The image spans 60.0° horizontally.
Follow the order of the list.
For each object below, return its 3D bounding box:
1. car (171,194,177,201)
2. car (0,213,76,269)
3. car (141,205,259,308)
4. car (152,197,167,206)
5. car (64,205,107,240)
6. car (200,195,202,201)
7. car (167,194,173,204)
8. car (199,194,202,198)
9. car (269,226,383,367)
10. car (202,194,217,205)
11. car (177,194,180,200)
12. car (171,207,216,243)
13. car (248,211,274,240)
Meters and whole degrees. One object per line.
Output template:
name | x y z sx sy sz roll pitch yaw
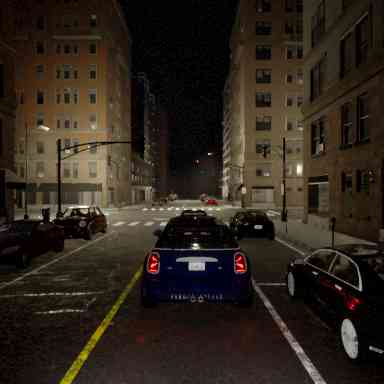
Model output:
car | -5.356 1.626 80.601 1.752 1.417 4.829 0 0 0
car | -5.640 1.582 11.125 1.802 1.307 4.206 0 0 0
car | 0.101 1.352 8.090 2.097 1.767 4.553 0 0 0
car | -5.482 1.618 53.729 1.802 1.307 4.206 0 0 0
car | -5.624 1.441 16.626 1.967 1.590 4.097 0 0 0
car | 3.094 1.607 64.509 2.008 1.369 4.403 0 0 0
car | -5.431 1.607 64.545 2.008 1.369 4.403 0 0 0
car | 3.143 1.525 75.327 1.967 1.590 4.097 0 0 0
car | 2.870 1.551 5.599 2.008 1.369 4.403 0 0 0
car | 3.042 1.476 53.691 1.967 1.590 4.097 0 0 0
car | -5.306 1.457 91.589 2.192 1.841 5.009 0 0 0
car | 0.091 1.565 16.673 1.994 1.385 4.181 0 0 1
car | 2.902 1.567 16.601 1.947 1.339 4.313 0 0 0
